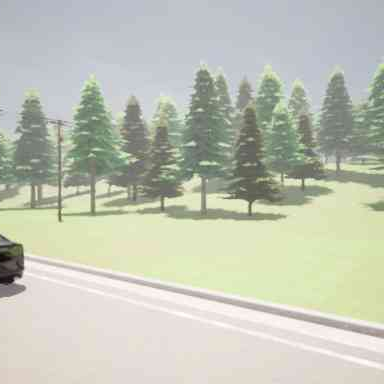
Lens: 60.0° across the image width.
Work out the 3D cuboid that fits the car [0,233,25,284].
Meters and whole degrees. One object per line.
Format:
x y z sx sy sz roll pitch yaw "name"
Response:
-6.228 1.515 8.431 5.008 1.535 1.882 0 0 35 "car"
